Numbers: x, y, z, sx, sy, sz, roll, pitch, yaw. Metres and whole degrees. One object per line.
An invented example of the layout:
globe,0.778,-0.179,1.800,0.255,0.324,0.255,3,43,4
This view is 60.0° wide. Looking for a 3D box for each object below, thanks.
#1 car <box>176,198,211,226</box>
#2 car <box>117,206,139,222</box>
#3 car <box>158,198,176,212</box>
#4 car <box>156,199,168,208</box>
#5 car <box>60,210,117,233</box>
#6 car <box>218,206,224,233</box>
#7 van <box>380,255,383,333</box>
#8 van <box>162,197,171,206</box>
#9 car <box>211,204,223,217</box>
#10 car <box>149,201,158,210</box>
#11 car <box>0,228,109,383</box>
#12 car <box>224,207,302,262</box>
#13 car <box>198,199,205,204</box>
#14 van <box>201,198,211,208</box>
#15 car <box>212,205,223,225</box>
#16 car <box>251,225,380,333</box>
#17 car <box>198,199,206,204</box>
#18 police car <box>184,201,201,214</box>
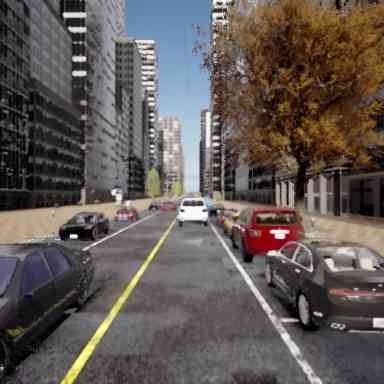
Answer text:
car,0.079,1.506,26.353,2.150,2.045,5.566,0,0,0
car,-5.715,1.898,29.539,1.802,1.307,4.206,0,-1,0
car,-3.123,1.968,46.032,1.882,1.535,5.008,0,0,0
car,-5.743,2.113,63.547,1.967,1.590,4.097,0,-1,0
car,-5.706,1.762,18.203,1.947,1.339,4.313,0,-1,0
car,2.674,1.723,18.380,1.752,1.417,4.829,0,-1,0
van,2.687,1.356,1.208,1.690,1.788,3.998,0,-1,0
van,-5.752,2.130,74.884,1.690,1.788,3.998,0,-1,0
car,2.661,1.942,35.213,1.947,1.339,4.313,0,-1,0
car,-5.734,2.121,52.210,1.947,1.339,4.313,0,-1,0
car,-3.104,1.607,5.403,2.033,1.411,5.357,0,-1,0
car,2.678,1.451,12.544,2.192,1.841,5.009,0,-1,0
car,2.616,2.527,91.892,1.947,1.339,4.313,0,-1,0
van,2.638,2.014,63.554,1.690,1.788,3.998,0,-1,0
car,2.670,1.838,23.877,1.802,1.307,4.206,0,-1,0
car,2.683,1.626,6.874,2.008,1.369,4.403,0,-1,0
car,2.620,2.449,86.225,1.887,1.381,4.507,0,-1,0
police car,0.062,1.970,43.313,2.038,1.542,4.974,0,0,-1
